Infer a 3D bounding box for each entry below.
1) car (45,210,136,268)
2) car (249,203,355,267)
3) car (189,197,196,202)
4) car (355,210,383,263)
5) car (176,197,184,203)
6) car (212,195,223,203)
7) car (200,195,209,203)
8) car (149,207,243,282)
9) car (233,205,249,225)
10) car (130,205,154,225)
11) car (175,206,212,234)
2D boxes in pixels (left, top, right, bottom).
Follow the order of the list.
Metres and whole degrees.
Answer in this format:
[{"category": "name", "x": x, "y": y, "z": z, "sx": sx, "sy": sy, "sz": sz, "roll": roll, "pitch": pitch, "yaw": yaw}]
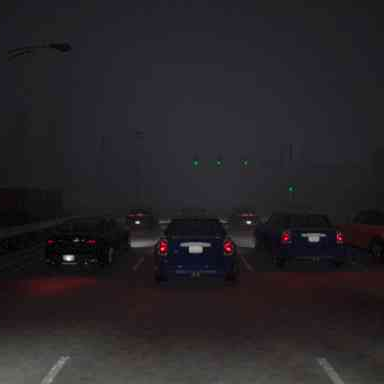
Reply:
[{"category": "car", "x": -3.399, "y": 1.582, "z": 11.618, "sx": 1.837, "sy": 1.490, "sz": 4.892, "roll": 0, "pitch": 0, "yaw": 0}, {"category": "car", "x": 3.601, "y": 1.431, "z": 11.929, "sx": 2.097, "sy": 1.767, "sz": 4.553, "roll": 0, "pitch": 0, "yaw": 0}, {"category": "car", "x": 0.074, "y": 2.115, "z": 90.859, "sx": 1.812, "sy": 1.442, "sz": 4.674, "roll": 0, "pitch": 0, "yaw": 0}, {"category": "car", "x": 7.101, "y": 1.435, "z": 12.480, "sx": 2.097, "sy": 1.767, "sz": 4.553, "roll": 0, "pitch": 0, "yaw": 0}, {"category": "car", "x": -3.426, "y": 2.065, "z": 90.445, "sx": 1.882, "sy": 1.535, "sz": 5.008, "roll": 0, "pitch": 0, "yaw": 0}, {"category": "car", "x": 7.074, "y": 1.813, "z": 90.468, "sx": 2.150, "sy": 2.045, "sz": 5.566, "roll": 0, "pitch": 0, "yaw": 0}, {"category": "car", "x": 3.574, "y": 2.127, "z": 90.439, "sx": 2.033, "sy": 1.411, "sz": 5.357, "roll": 0, "pitch": 0, "yaw": 0}, {"category": "car", "x": 0.095, "y": 1.418, "z": 10.091, "sx": 2.097, "sy": 1.767, "sz": 4.553, "roll": 0, "pitch": 0, "yaw": 0}, {"category": "car", "x": 3.600, "y": 1.661, "z": 23.441, "sx": 1.837, "sy": 1.490, "sz": 4.892, "roll": 0, "pitch": 0, "yaw": 0}, {"category": "car", "x": -3.401, "y": 1.660, "z": 23.284, "sx": 1.837, "sy": 1.490, "sz": 4.892, "roll": 0, "pitch": 0, "yaw": 0}, {"category": "car", "x": 0.092, "y": 1.689, "z": 21.382, "sx": 2.033, "sy": 1.411, "sz": 5.357, "roll": 0, "pitch": 0, "yaw": 0}]
